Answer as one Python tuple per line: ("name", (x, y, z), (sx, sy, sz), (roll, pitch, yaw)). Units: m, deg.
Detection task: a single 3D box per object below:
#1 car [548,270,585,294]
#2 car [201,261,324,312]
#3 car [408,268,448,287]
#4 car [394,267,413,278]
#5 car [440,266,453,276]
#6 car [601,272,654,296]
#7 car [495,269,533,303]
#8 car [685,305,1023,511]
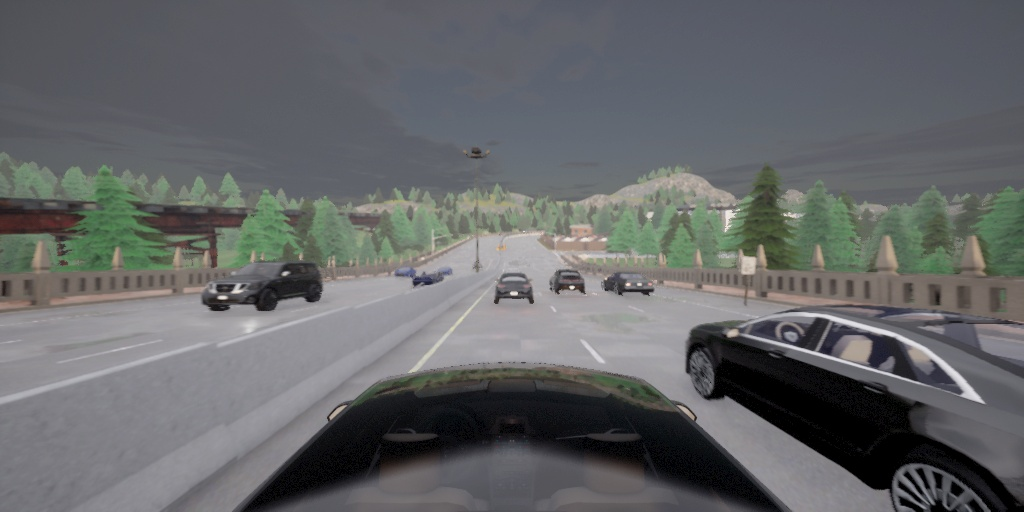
("car", (3.598, 1.683, 23.911), (1.837, 1.490, 4.892), (0, -1, 0))
("car", (-10.600, 1.227, 15.902), (2.150, 2.045, 5.566), (0, -1, 0))
("car", (-7.099, 1.924, 30.714), (1.895, 1.301, 4.718), (0, -1, 0))
("car", (-14.072, 2.165, 47.654), (1.882, 1.535, 5.008), (0, -1, 0))
("car", (-10.551, 2.359, 56.773), (1.882, 1.535, 5.008), (0, -1, 1))
("car", (7.097, 1.695, 22.478), (2.033, 1.411, 5.357), (0, -1, 0))
("car", (0.098, 1.590, 18.624), (1.812, 1.442, 4.674), (0, -1, 0))
("car", (3.599, 1.248, 3.643), (2.128, 1.511, 4.902), (0, 0, 0))
